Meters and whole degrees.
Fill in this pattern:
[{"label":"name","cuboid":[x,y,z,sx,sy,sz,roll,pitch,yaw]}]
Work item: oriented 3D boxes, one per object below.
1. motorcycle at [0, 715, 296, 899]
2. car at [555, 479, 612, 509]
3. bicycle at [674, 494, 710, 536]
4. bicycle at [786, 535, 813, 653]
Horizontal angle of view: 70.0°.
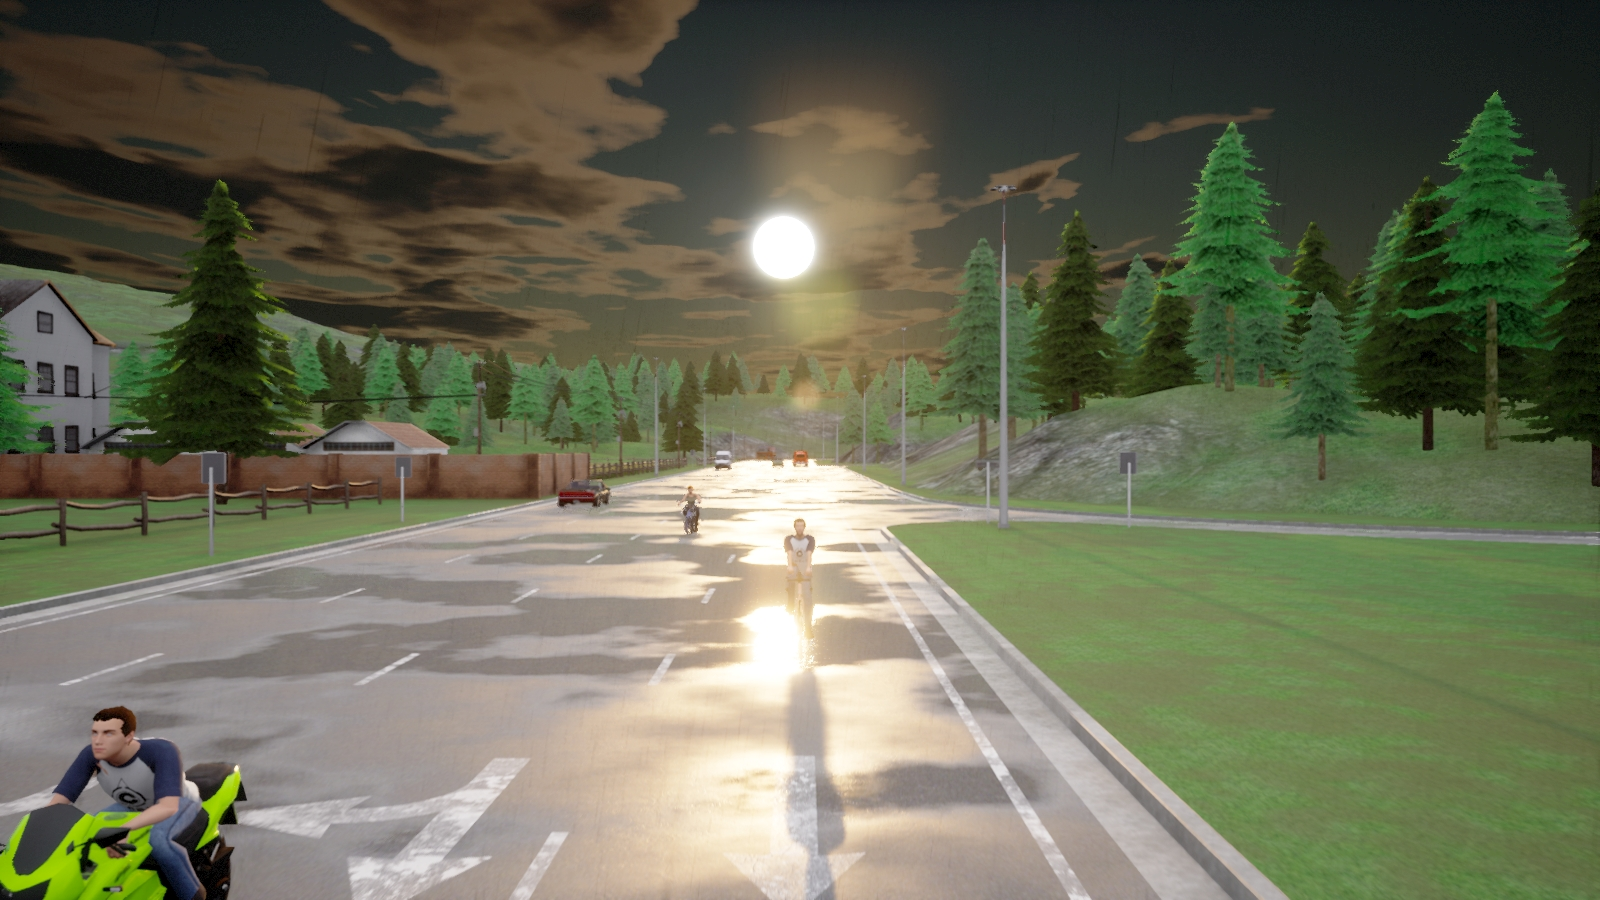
[{"label":"motorcycle","cuboid":[-3.415,2.181,5.783,0.803,1.199,2.033,0,0,1]},{"label":"car","cuboid":[-10.510,2.115,55.849,1.895,1.301,4.718,0,0,0]},{"label":"bicycle","cuboid":[-3.560,2.130,37.669,0.859,1.277,1.487,-2,0,6]},{"label":"bicycle","cuboid":[-0.003,2.043,16.566,0.373,1.496,1.643,0,0,0]}]
